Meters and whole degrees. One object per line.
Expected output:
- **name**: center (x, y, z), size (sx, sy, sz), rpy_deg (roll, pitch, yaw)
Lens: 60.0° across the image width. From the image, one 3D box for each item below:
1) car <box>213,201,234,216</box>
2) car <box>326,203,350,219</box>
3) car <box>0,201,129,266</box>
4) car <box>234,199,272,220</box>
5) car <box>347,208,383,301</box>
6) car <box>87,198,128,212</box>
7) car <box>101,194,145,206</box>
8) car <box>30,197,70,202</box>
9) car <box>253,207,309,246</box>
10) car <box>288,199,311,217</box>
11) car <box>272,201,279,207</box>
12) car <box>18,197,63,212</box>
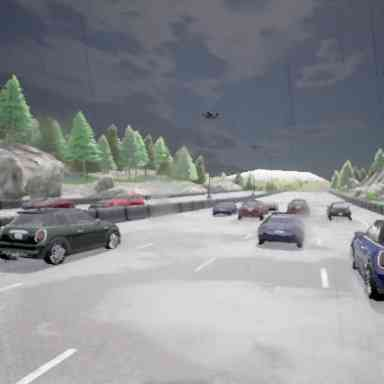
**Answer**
- **car**: center (3.525, 1.638, 33.967), size (1.994, 1.385, 4.181), rpy_deg (1, 0, 20)
- **car**: center (13.302, 1.690, 30.131), size (1.812, 1.442, 4.674), rpy_deg (1, 0, 20)
- **car**: center (-4.497, 1.363, 12.029), size (2.097, 1.767, 4.553), rpy_deg (1, 0, 20)
- **car**: center (5.422, 1.458, 28.954), size (2.097, 1.767, 4.553), rpy_deg (1, 0, 20)
- **car**: center (5.345, 1.452, 8.368), size (2.097, 1.767, 4.553), rpy_deg (1, 0, 20)
- **car**: center (-9.749, 1.499, 38.931), size (2.033, 1.411, 5.357), rpy_deg (1, 0, 20)
- **car**: center (-7.145, 1.205, 35.878), size (2.150, 2.045, 5.566), rpy_deg (1, 0, 20)
- **car**: center (-14.694, 1.402, 35.643), size (1.882, 1.535, 5.008), rpy_deg (1, 0, 20)
- **car**: center (4.426, 1.674, 16.054), size (1.994, 1.385, 4.181), rpy_deg (1, 0, 20)
- **car**: center (10.683, 1.480, 33.154), size (2.097, 1.767, 4.553), rpy_deg (1, 0, 20)
- **car**: center (9.192, 1.684, 39.278), size (1.895, 1.301, 4.718), rpy_deg (1, 0, 20)
- **car**: center (-17.370, 1.400, 38.497), size (1.837, 1.490, 4.892), rpy_deg (1, 0, 20)
